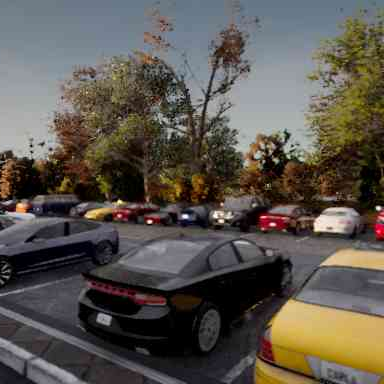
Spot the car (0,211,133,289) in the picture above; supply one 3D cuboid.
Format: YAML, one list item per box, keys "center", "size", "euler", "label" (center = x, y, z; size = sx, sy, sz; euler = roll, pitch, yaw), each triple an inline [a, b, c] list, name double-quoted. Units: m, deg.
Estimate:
- center: [-4.273, 1.508, 9.493]
  size: [2.163, 1.488, 4.792]
  euler: [0, 0, 35]
  label: "car"

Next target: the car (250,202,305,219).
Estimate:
- center: [5.462, 1.475, 18.645]
  size: [2.097, 1.535, 5.008]
  euler: [0, 0, 35]
  label: "car"

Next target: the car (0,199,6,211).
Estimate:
- center: [-26.268, 1.646, 41.299]
  size: [2.097, 1.535, 5.008]
  euler: [-1, 0, 36]
  label: "car"

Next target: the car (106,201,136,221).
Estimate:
- center: [-3.610, 1.502, 25.111]
  size: [2.097, 1.535, 5.008]
  euler: [0, 0, 35]
  label: "car"

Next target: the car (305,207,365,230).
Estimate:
- center: [7.630, 1.511, 17.103]
  size: [2.002, 1.452, 4.674]
  euler: [0, 0, 35]
  label: "car"

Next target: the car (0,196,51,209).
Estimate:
- center: [-8.805, 1.241, 12.793]
  size: [2.435, 2.045, 5.566]
  euler: [0, 0, 35]
  label: "car"

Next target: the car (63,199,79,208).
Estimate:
- center: [-8.144, 1.559, 28.348]
  size: [2.002, 1.452, 4.674]
  euler: [0, 0, 36]
  label: "car"

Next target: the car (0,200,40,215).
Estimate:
- center: [-19.469, 1.617, 36.443]
  size: [2.002, 1.452, 4.674]
  euler: [0, 0, 36]
  label: "car"

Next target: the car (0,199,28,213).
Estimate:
- center: [-21.734, 1.595, 38.067]
  size: [2.097, 1.535, 5.008]
  euler: [-1, 0, 36]
  label: "car"

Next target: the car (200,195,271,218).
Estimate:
- center: [3.179, 1.228, 20.245]
  size: [2.435, 2.045, 5.566]
  euler: [0, 0, 35]
  label: "car"

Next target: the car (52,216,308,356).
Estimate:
- center: [0.307, 1.470, 6.258]
  size: [2.097, 1.535, 5.008]
  euler: [0, 0, 35]
  label: "car"

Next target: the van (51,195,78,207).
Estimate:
- center: [-12.611, 1.309, 31.682]
  size: [1.878, 1.987, 4.442]
  euler: [0, 0, 36]
  label: "van"

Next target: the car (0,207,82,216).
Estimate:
- center: [-6.537, 1.485, 11.137]
  size: [2.231, 1.521, 4.892]
  euler: [0, 0, 36]
  label: "car"

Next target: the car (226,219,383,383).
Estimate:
- center: [2.698, 1.466, 4.788]
  size: [1.946, 1.575, 5.366]
  euler: [0, 0, 35]
  label: "car"

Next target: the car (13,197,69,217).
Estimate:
- center: [-14.959, 1.421, 33.178]
  size: [2.185, 1.767, 4.553]
  euler: [0, 0, 36]
  label: "car"

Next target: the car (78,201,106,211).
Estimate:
- center: [-5.983, 1.507, 26.582]
  size: [1.946, 1.575, 5.366]
  euler: [0, 0, 36]
  label: "car"

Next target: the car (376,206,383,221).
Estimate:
- center: [9.983, 1.219, 15.394]
  size: [2.435, 2.045, 5.566]
  euler: [0, 0, 36]
  label: "car"

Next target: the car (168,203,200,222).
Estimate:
- center: [0.946, 1.515, 21.906]
  size: [2.163, 1.488, 4.792]
  euler: [0, 0, 35]
  label: "car"

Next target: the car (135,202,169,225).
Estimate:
- center: [-1.356, 1.523, 23.475]
  size: [2.163, 1.488, 4.792]
  euler: [0, 0, 35]
  label: "car"
